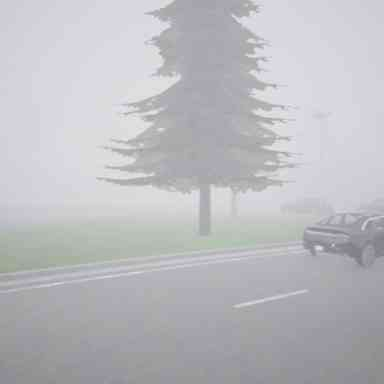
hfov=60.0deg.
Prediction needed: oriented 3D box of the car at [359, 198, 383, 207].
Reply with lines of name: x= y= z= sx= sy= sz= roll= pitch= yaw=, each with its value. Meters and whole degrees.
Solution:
car: x=15.654 y=1.242 z=26.988 sx=2.097 sy=1.767 sz=4.553 roll=0 pitch=0 yaw=-14

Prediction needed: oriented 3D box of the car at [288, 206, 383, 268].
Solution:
car: x=5.824 y=1.446 z=11.124 sx=4.902 sy=1.511 sz=2.128 roll=0 pitch=0 yaw=-32

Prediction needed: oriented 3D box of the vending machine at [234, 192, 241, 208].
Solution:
vending machine: x=6.053 y=0.998 z=44.555 sx=0.880 sy=2.100 sz=1.100 roll=0 pitch=0 yaw=10

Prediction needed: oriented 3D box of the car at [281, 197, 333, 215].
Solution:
car: x=10.255 y=1.225 z=29.888 sx=2.097 sy=1.767 sz=4.553 roll=-1 pitch=1 yaw=-33
